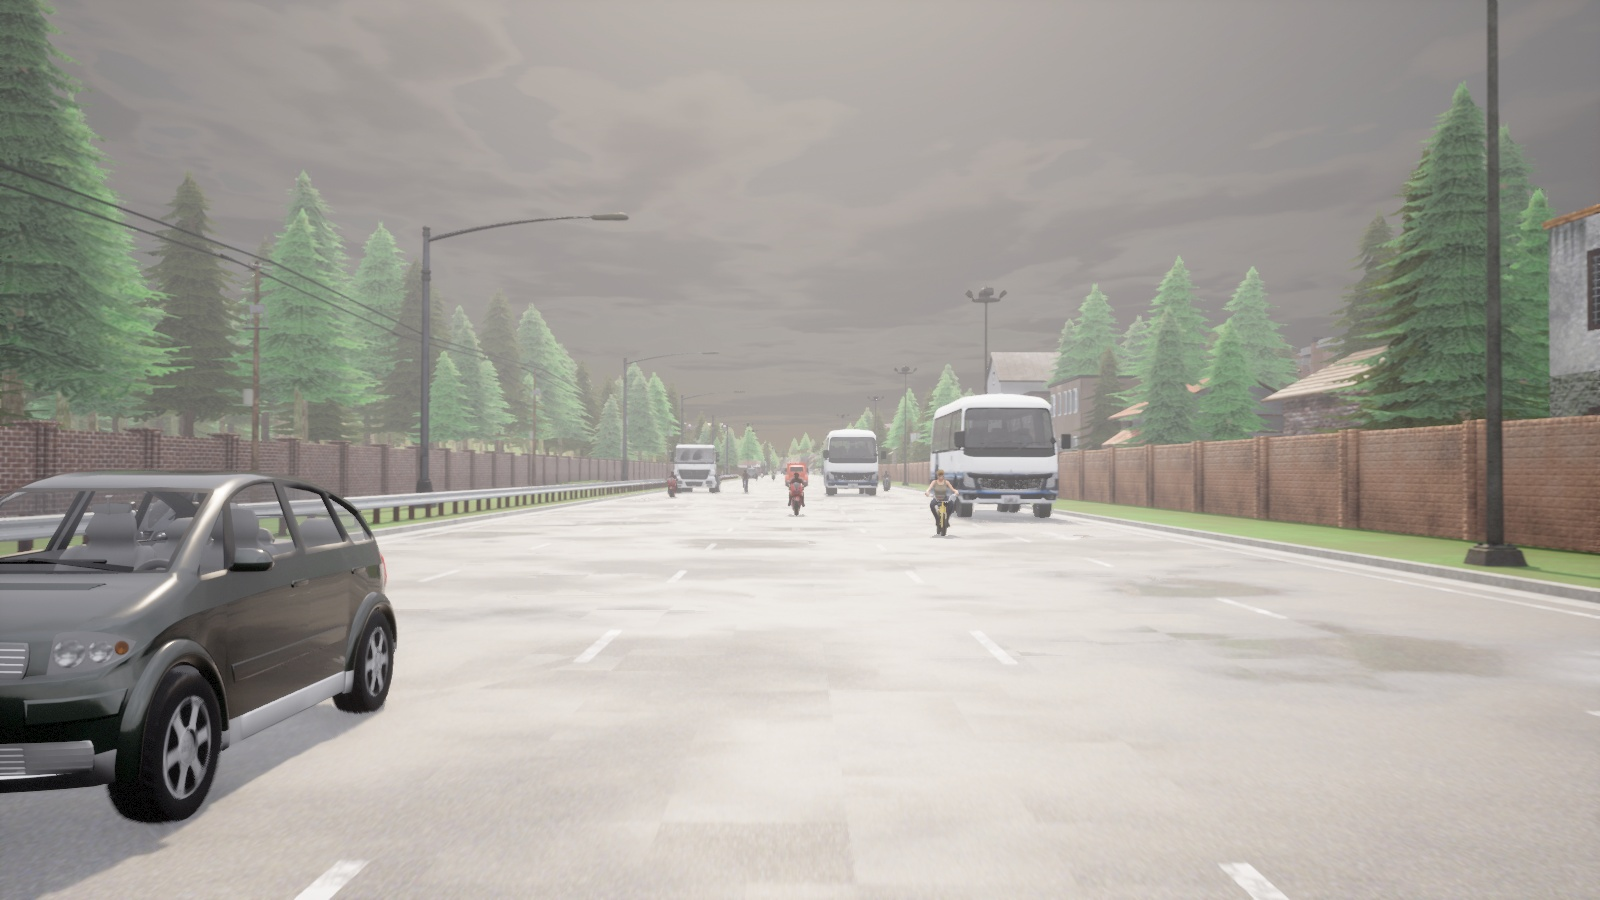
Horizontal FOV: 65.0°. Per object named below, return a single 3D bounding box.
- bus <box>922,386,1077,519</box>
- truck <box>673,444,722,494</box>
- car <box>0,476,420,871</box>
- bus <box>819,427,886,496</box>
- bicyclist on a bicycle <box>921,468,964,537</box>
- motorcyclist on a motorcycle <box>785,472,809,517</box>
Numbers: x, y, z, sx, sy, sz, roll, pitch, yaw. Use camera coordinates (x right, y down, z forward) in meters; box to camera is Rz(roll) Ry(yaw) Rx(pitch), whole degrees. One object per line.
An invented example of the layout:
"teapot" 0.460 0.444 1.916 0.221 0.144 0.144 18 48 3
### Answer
"bus" 6.882 0.170 45.352 3.944 4.253 10.273 0 -1 0
"truck" -7.226 1.362 89.610 2.891 3.462 7.936 0 -1 0
"car" -3.517 0.922 6.823 1.789 1.549 3.705 0 -1 0
"bus" 3.290 0.805 82.452 3.944 4.253 10.273 0 -1 0
"bicyclist on a bicycle" 3.424 1.245 30.317 0.866 1.612 1.509 0 -1 0
"motorcyclist on a motorcycle" -0.109 1.530 43.747 0.797 1.523 2.044 0 -1 0
